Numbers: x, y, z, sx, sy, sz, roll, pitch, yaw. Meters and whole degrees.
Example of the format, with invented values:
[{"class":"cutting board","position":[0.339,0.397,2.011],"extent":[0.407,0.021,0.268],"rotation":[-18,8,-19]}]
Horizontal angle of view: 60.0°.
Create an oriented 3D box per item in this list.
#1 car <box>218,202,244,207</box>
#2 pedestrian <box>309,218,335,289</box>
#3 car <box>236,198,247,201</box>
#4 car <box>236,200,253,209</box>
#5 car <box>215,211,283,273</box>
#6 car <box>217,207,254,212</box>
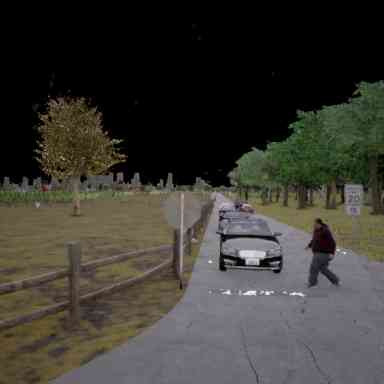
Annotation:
[{"class":"car","position":[3.458,2.021,31.567],"extent":[2.033,1.411,5.357],"rotation":[1,-1,4]},{"class":"pedestrian","position":[3.190,1.442,8.181],"extent":[0.375,1.860,0.375],"rotation":[1,-1,4]},{"class":"car","position":[8.302,2.101,56.386],"extent":[2.150,2.045,5.566],"rotation":[1,-1,4]},{"class":"car","position":[7.549,2.276,46.606],"extent":[1.812,1.442,4.674],"rotation":[1,-1,4]},{"class":"car","position":[1.885,1.660,11.447],"extent":[2.128,1.511,4.902],"rotation":[1,-1,6]},{"class":"car","position":[2.658,1.878,21.012],"extent":[1.994,1.385,4.181],"rotation":[1,-1,4]}]
